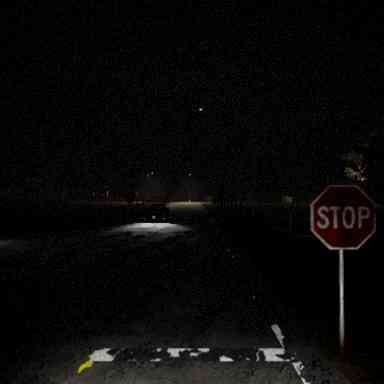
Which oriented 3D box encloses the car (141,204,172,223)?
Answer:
[{"bbox_3d":[-2.678,1.615,25.787,1.994,1.385,4.181,0,0,1],"label":"car"}]
